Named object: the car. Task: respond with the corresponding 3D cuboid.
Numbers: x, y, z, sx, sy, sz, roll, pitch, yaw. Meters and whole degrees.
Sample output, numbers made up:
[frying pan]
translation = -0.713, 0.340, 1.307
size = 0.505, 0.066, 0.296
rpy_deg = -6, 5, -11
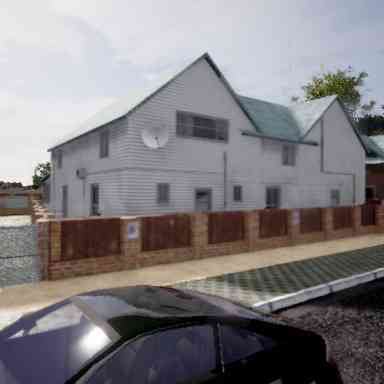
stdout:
[car]
translation = -0.677, 1.564, 2.580
size = 4.181, 1.385, 1.994
rpy_deg = 0, 0, -35
